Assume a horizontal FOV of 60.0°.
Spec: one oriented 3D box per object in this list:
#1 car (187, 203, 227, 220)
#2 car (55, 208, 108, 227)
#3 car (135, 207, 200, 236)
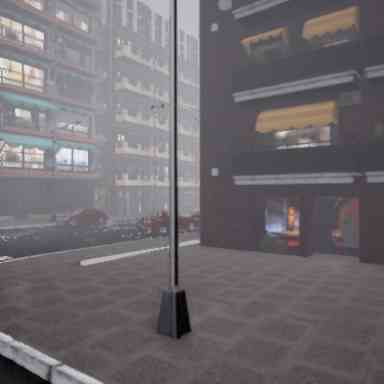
[{"bbox_3d":[1.699,1.984,35.439,1.882,1.535,5.008,0,-1,35],"label":"car"},{"bbox_3d":[-8.392,1.909,25.571,1.802,1.307,4.206,-1,-1,35],"label":"car"},{"bbox_3d":[-1.567,1.855,20.766,1.887,1.381,4.507,-1,-1,35],"label":"car"}]
